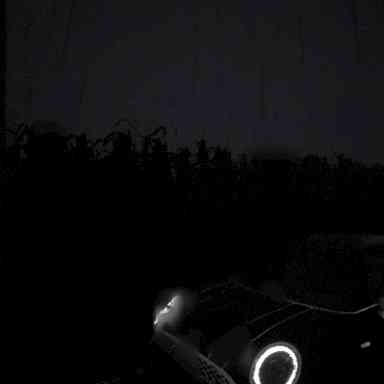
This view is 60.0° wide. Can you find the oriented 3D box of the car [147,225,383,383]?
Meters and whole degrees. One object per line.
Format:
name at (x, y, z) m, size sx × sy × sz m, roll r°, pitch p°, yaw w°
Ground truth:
car at (1.709, 1.380, 4.289) m, size 4.553 × 1.767 × 2.097 m, roll 1°, pitch 0°, yaw -35°
